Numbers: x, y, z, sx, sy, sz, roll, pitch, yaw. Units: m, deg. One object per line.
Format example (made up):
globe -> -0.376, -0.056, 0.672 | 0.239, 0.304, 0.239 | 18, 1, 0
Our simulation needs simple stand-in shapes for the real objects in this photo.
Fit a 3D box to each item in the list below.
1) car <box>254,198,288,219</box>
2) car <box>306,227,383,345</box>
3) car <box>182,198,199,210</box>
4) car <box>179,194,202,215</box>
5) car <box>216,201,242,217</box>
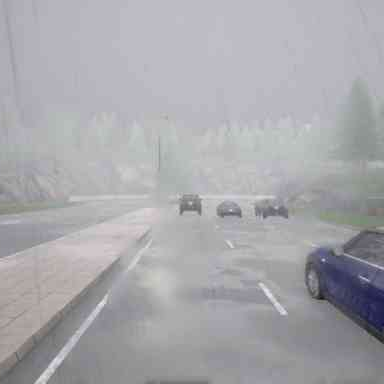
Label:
car -> 6.901, 1.350, 29.331 | 2.097, 1.767, 4.553 | 0, 0, 0
car -> 3.553, 1.353, 5.489 | 2.097, 1.767, 4.553 | 0, 0, 0
car -> -0.188, 1.547, 44.109 | 2.033, 1.411, 5.357 | 0, 0, 0
car -> -0.133, 1.221, 33.922 | 2.150, 2.045, 5.566 | 0, 0, 0
car -> 3.392, 1.563, 30.950 | 1.994, 1.385, 4.181 | 0, 0, 0
